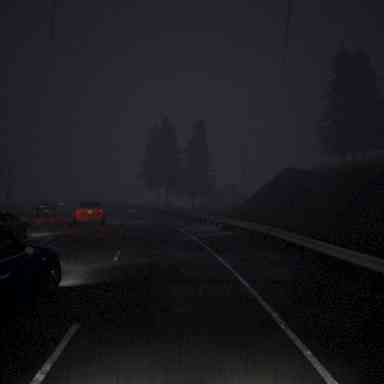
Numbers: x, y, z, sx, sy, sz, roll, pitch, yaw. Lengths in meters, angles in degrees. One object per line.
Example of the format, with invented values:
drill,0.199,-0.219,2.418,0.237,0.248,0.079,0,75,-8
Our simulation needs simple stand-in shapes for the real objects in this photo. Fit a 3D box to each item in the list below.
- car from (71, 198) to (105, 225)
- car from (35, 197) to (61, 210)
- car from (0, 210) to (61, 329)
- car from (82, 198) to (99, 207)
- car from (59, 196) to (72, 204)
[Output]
car,-7.707,1.423,25.066,2.097,1.767,4.553,0,0,-17
car,-14.765,1.602,33.725,2.128,1.511,4.902,0,0,-24
car,-3.921,1.376,5.679,2.097,1.767,4.553,0,0,-3
car,-16.791,1.680,54.883,1.812,1.442,4.674,0,0,-29
car,-25.206,1.695,67.538,1.994,1.385,4.181,0,0,-29
